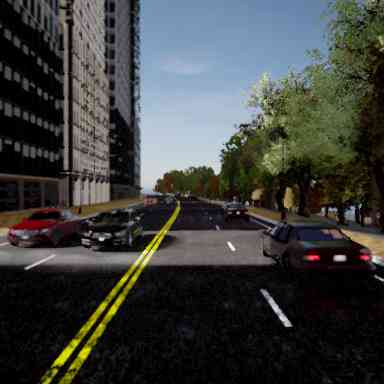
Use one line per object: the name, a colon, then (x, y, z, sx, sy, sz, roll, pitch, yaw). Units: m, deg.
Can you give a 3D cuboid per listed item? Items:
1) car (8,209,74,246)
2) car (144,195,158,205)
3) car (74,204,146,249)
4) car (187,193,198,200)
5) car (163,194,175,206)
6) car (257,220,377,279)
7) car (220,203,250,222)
car: (-6.601, 1.529, 15.483, 1.812, 1.442, 4.674, 0, 0, 0)
car: (-7.195, 1.343, 58.096, 2.097, 1.767, 4.553, 0, 0, -2)
car: (-3.351, 1.508, 14.752, 1.837, 1.490, 4.892, 0, 0, 0)
car: (0.558, 1.523, 94.746, 1.994, 1.385, 4.181, 0, 0, -4)
car: (-3.883, 1.483, 55.901, 2.128, 1.511, 4.902, 0, 0, -1)
car: (3.350, 1.550, 10.046, 2.033, 1.411, 5.357, 0, 0, 0)
car: (3.335, 1.550, 26.542, 2.033, 1.411, 5.357, 0, 0, 0)
